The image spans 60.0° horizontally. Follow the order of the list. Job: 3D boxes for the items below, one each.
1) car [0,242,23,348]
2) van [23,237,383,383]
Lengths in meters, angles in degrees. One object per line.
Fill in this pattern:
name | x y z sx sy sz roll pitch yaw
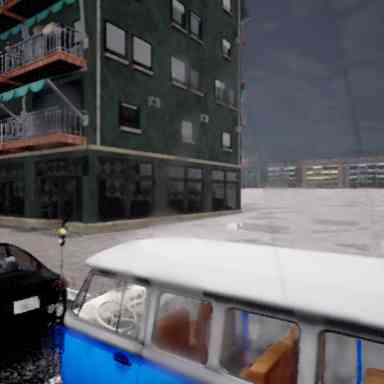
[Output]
car | -3.899 1.538 5.657 4.313 1.339 1.947 0 0 36
van | 0.691 1.338 2.384 3.998 1.788 1.690 0 0 36
